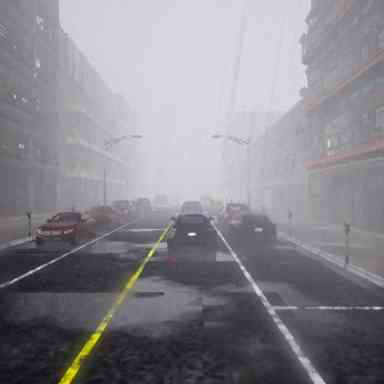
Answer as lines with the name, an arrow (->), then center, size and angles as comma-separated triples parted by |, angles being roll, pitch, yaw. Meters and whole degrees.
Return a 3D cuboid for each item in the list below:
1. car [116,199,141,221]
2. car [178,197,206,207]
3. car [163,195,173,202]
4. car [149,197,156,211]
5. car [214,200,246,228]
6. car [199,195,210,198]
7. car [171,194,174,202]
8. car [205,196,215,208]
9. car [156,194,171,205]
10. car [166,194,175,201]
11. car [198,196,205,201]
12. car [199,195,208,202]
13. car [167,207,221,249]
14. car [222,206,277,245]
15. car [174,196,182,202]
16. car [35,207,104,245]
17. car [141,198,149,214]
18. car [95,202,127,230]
car -> -5.683, 1.456, 26.882 | 1.967, 1.590, 4.097 | 0, 0, 0
car -> 0.000, 1.506, 29.651 | 1.882, 1.535, 5.008 | 0, 0, 0
car -> -5.685, 1.563, 78.091 | 1.967, 1.590, 4.097 | 0, 0, 0
car -> -5.683, 1.471, 38.260 | 1.967, 1.590, 4.097 | 0, 0, 0
car -> 2.697, 1.450, 21.187 | 1.967, 1.590, 4.097 | 0, 0, 0
car -> 2.352, 1.574, 48.658 | 1.812, 1.442, 4.674 | 0, 0, 0
car -> -5.685, 1.658, 72.400 | 2.008, 1.369, 4.403 | 0, 0, 0
car -> 2.696, 1.557, 38.426 | 1.752, 1.417, 4.829 | 0, 0, 0
car -> -5.684, 1.391, 61.020 | 2.192, 1.841, 5.009 | 0, 0, 0
car -> -5.684, 1.474, 89.471 | 2.192, 1.841, 5.009 | 0, 0, 0
car -> 2.694, 1.762, 95.159 | 1.802, 1.307, 4.206 | 0, 0, 0
car -> 2.695, 1.564, 78.088 | 1.967, 1.590, 4.097 | 0, 0, 0
car -> 0.000, 1.578, 14.650 | 1.994, 1.385, 4.181 | 0, 0, 0
car -> 2.696, 1.571, 15.497 | 1.947, 1.339, 4.313 | 0, 0, 0
car -> -3.001, 1.603, 76.714 | 2.033, 1.411, 5.357 | 0, 0, 0
car -> -5.684, 1.587, 15.501 | 1.802, 1.307, 4.206 | 0, 0, 0
car -> -5.685, 1.568, 32.571 | 1.887, 1.381, 4.507 | 0, 0, 0
car -> -5.684, 1.554, 21.191 | 1.887, 1.381, 4.507 | 0, 0, 0
